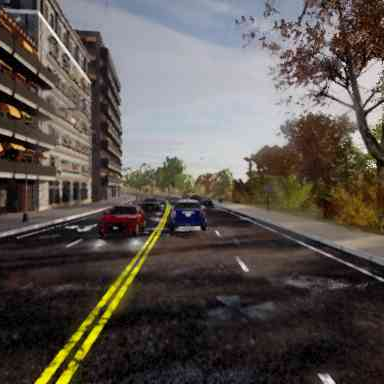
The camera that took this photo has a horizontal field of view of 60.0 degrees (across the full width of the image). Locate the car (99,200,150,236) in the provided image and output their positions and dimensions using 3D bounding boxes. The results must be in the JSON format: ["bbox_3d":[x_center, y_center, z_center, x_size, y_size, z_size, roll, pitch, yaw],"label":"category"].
[{"bbox_3d":[-3.654,1.413,18.095,1.882,1.535,5.008,0,0,-2],"label":"car"}]

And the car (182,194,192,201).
[{"bbox_3d":[-1.268,1.232,77.619,1.994,1.385,4.181,0,0,-7],"label":"car"}]

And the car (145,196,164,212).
[{"bbox_3d":[-4.403,1.343,36.285,1.882,1.535,5.008,0,0,-3],"label":"car"}]

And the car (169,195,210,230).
[{"bbox_3d":[-0.280,1.276,20.495,2.097,1.767,4.553,0,0,-2],"label":"car"}]

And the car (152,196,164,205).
[{"bbox_3d":[-5.618,1.388,55.561,2.033,1.411,5.357,0,0,-5],"label":"car"}]

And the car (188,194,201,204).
[{"bbox_3d":[0.469,1.232,61.097,1.882,1.535,5.008,0,1,-5],"label":"car"}]

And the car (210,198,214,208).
[{"bbox_3d":[1.782,1.371,44.788,2.033,1.411,5.357,0,0,-4],"label":"car"}]
